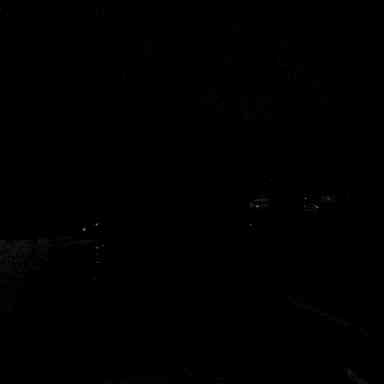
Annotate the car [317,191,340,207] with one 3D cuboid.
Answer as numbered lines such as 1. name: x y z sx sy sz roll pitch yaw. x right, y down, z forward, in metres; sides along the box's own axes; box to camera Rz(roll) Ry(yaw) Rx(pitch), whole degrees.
1. car: 18.570 0.850 43.561 2.150 2.045 5.566 -1 0 36

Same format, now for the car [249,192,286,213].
1. car: 8.050 1.046 35.063 2.150 2.045 5.566 -1 0 36

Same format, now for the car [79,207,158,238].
1. car: -3.936 1.579 18.505 1.812 1.442 4.674 -1 0 40

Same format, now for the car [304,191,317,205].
1. car: 18.460 0.900 49.511 2.150 2.045 5.566 -1 0 35
